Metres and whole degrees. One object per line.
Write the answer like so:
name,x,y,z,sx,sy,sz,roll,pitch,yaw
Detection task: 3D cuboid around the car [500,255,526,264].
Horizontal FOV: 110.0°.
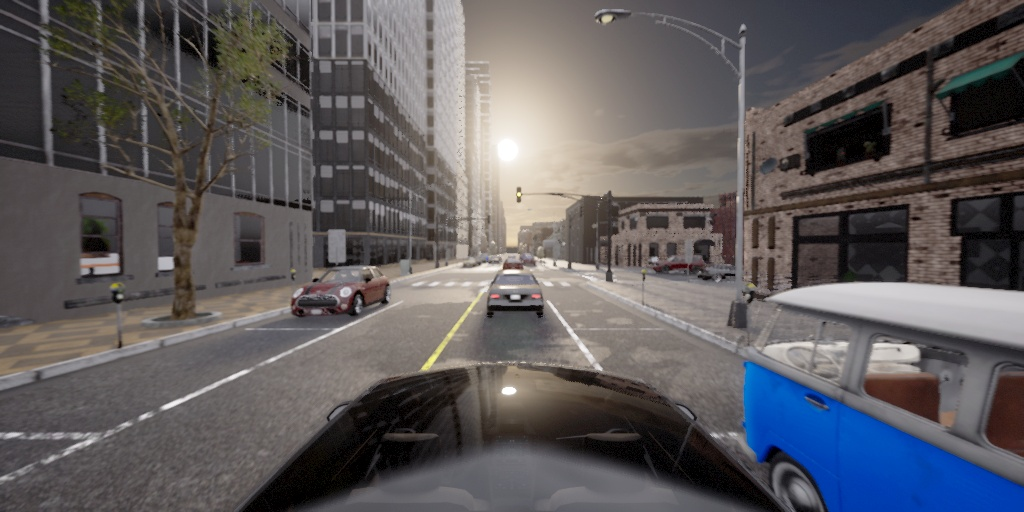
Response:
car,0.085,0.901,34.439,1.882,1.535,5.008,0,1,0

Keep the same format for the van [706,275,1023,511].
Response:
van,2.690,1.094,1.362,1.690,1.789,3.998,0,0,0

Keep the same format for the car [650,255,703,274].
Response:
car,16.501,0.832,35.706,5.009,1.841,2.192,0,0,1

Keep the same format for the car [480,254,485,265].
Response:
car,-5.686,0.775,56.030,1.948,1.339,4.313,0,0,0

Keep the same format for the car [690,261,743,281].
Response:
car,16.399,1.296,27.329,4.313,1.339,1.948,0,0,1

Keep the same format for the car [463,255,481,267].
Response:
car,-5.853,0.791,50.216,1.751,1.417,4.829,0,0,0

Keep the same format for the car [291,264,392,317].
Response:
car,-5.696,1.083,12.441,1.967,1.591,4.097,0,0,0

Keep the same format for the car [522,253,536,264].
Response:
car,2.662,0.650,55.980,1.967,1.591,4.097,0,0,0

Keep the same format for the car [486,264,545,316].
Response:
car,0.095,1.187,12.694,2.033,1.411,5.357,0,1,0

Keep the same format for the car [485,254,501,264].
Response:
car,-3.061,0.704,61.359,2.033,1.411,5.357,0,1,1
